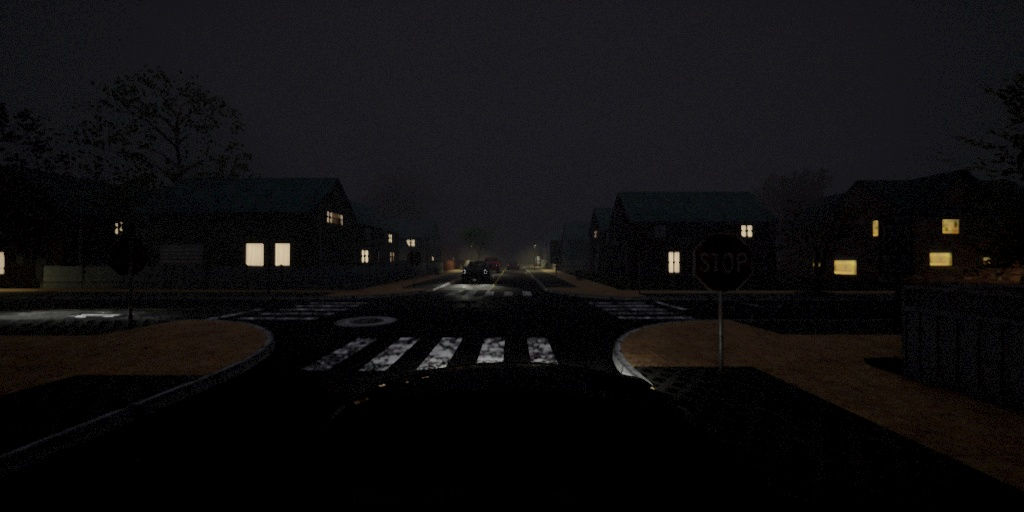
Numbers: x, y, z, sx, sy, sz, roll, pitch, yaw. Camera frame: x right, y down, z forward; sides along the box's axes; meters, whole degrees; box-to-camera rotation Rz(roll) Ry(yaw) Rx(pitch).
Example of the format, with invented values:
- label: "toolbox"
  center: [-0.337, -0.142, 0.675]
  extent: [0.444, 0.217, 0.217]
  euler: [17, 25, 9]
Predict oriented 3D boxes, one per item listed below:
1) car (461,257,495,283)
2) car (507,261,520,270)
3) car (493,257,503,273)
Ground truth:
- label: "car"
  center: [-2.749, 1.185, 28.540]
  extent: [2.097, 1.767, 4.553]
  euler: [0, 0, 0]
- label: "car"
  center: [0.203, 1.566, 57.139]
  extent: [1.994, 1.385, 4.181]
  euler: [0, 0, 0]
- label: "car"
  center: [-2.676, 1.147, 46.175]
  extent: [2.150, 2.045, 5.566]
  euler: [0, -1, 0]
